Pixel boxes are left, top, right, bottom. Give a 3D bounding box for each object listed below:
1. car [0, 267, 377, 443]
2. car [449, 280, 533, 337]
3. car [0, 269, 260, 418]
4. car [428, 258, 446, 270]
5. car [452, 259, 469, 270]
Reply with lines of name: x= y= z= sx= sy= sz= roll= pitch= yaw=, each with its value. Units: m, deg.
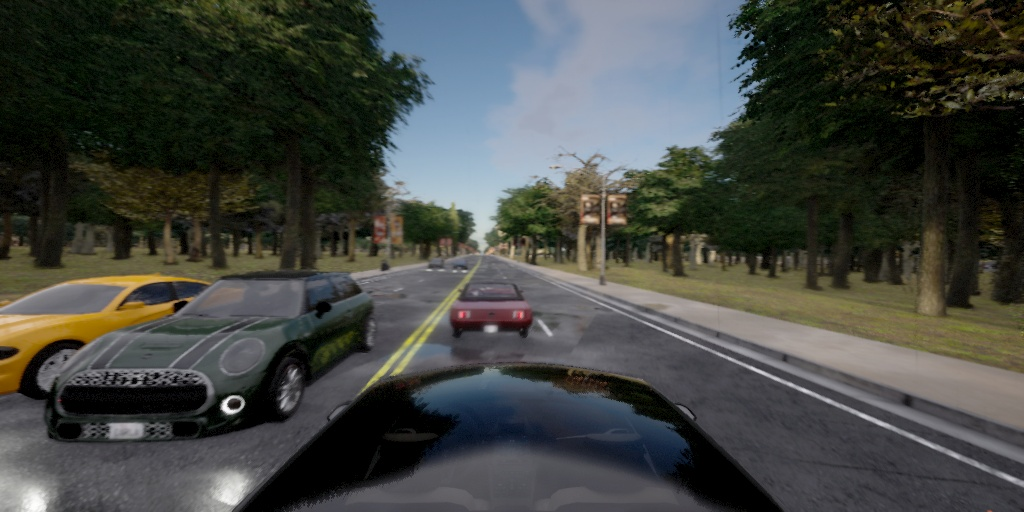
car: x=-3.745 y=1.034 z=5.587 sx=2.097 sy=1.767 sz=4.553 roll=1 pitch=0 yaw=-4
car: x=-0.610 y=1.330 z=10.201 sx=1.895 sy=1.301 sz=4.718 roll=1 pitch=0 yaw=-4
car: x=-7.057 y=1.102 z=6.365 sx=1.882 sy=1.535 sz=5.008 roll=1 pitch=0 yaw=-4
car: x=-9.992 y=1.000 z=47.816 sx=1.837 sy=1.490 sz=4.892 roll=1 pitch=1 yaw=-4
car: x=-6.684 y=1.102 z=47.070 sx=2.033 sy=1.411 sz=5.357 roll=1 pitch=0 yaw=-4
